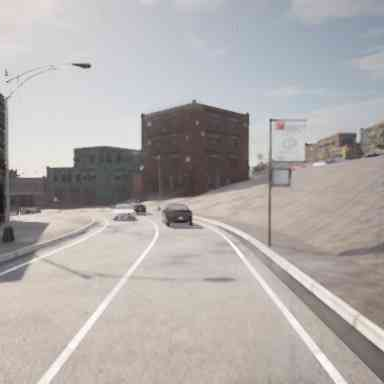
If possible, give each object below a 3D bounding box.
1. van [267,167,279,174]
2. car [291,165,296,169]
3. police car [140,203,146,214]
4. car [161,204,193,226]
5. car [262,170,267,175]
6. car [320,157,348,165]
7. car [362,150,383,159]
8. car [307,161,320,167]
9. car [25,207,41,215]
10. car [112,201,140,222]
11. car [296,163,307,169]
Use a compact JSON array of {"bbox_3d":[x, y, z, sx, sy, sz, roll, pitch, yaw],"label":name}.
[{"bbox_3d":[20.813,-5.040,82.709,1.878,1.987,4.442,0,1,-1],"label":"van"},{"bbox_3d":[21.163,-4.726,66.301,2.185,1.767,4.553,0,1,-1],"label":"car"},{"bbox_3d":[-7.486,2.010,42.693,1.930,1.638,5.238,0,-1,-28],"label":"police car"},{"bbox_3d":[-1.194,1.633,24.837,1.882,1.535,5.008,0,-1,-10],"label":"car"},{"bbox_3d":[20.694,-4.838,88.353,2.002,1.452,4.674,0,1,-1],"label":"car"},{"bbox_3d":[21.518,-4.475,49.616,2.185,1.767,4.553,0,1,-1],"label":"car"},{"bbox_3d":[21.751,-4.179,38.680,2.231,1.521,4.892,0,1,-1],"label":"car"},{"bbox_3d":[21.401,-4.393,55.110,2.002,1.452,4.674,0,1,-1],"label":"car"},{"bbox_3d":[-30.256,3.572,62.493,4.674,1.442,1.812,-4,-1,35],"label":"car"},{"bbox_3d":[-6.164,1.815,29.918,1.812,1.442,4.674,0,-1,-17],"label":"car"},{"bbox_3d":[21.280,-4.646,60.782,2.185,1.767,4.553,0,1,-1],"label":"car"}]
